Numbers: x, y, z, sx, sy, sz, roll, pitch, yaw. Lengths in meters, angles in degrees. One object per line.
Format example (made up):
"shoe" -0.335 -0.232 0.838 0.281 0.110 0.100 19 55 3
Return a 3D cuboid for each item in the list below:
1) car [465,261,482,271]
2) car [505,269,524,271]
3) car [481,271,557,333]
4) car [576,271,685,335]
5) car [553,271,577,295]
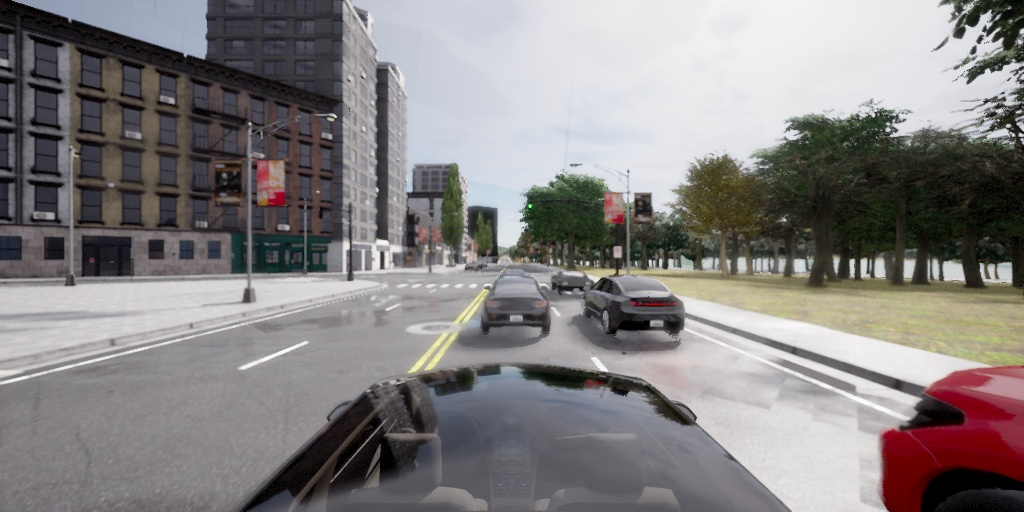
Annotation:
"car" -6.491 1.714 58.445 1.994 1.385 4.181 0 0 0
"car" 0.130 1.451 20.756 1.994 1.385 4.181 0 0 0
"car" 0.119 1.341 10.885 1.812 1.442 4.674 0 0 0
"car" 3.363 1.321 10.735 1.837 1.490 4.892 0 0 0
"car" 3.381 1.489 20.961 1.895 1.301 4.718 0 0 0
